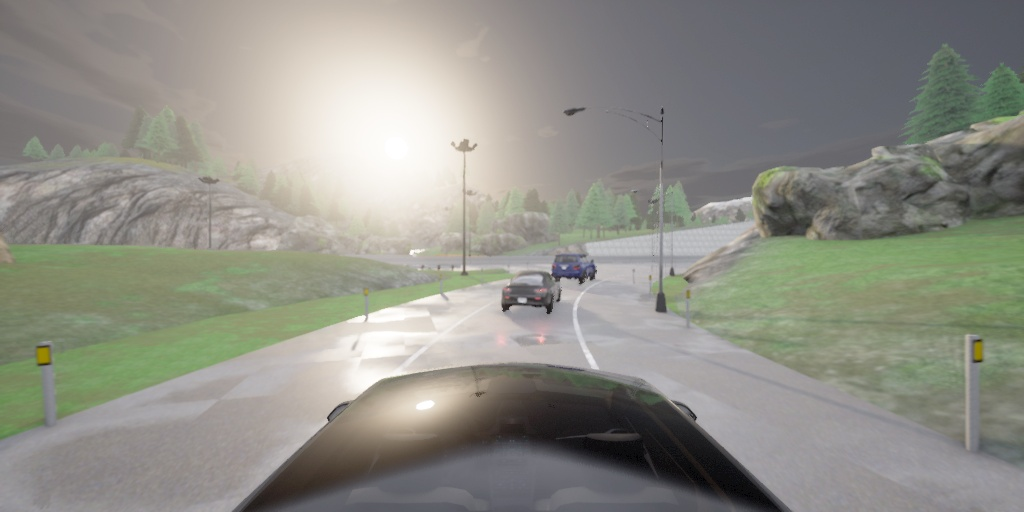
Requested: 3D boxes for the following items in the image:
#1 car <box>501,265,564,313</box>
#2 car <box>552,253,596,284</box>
[{"bbox_3d":[0.853,1.285,14.176,1.812,1.442,4.674,0,1,13],"label":"car"},{"bbox_3d":[4.530,0.824,25.854,2.150,2.045,5.566,0,1,25],"label":"car"}]
